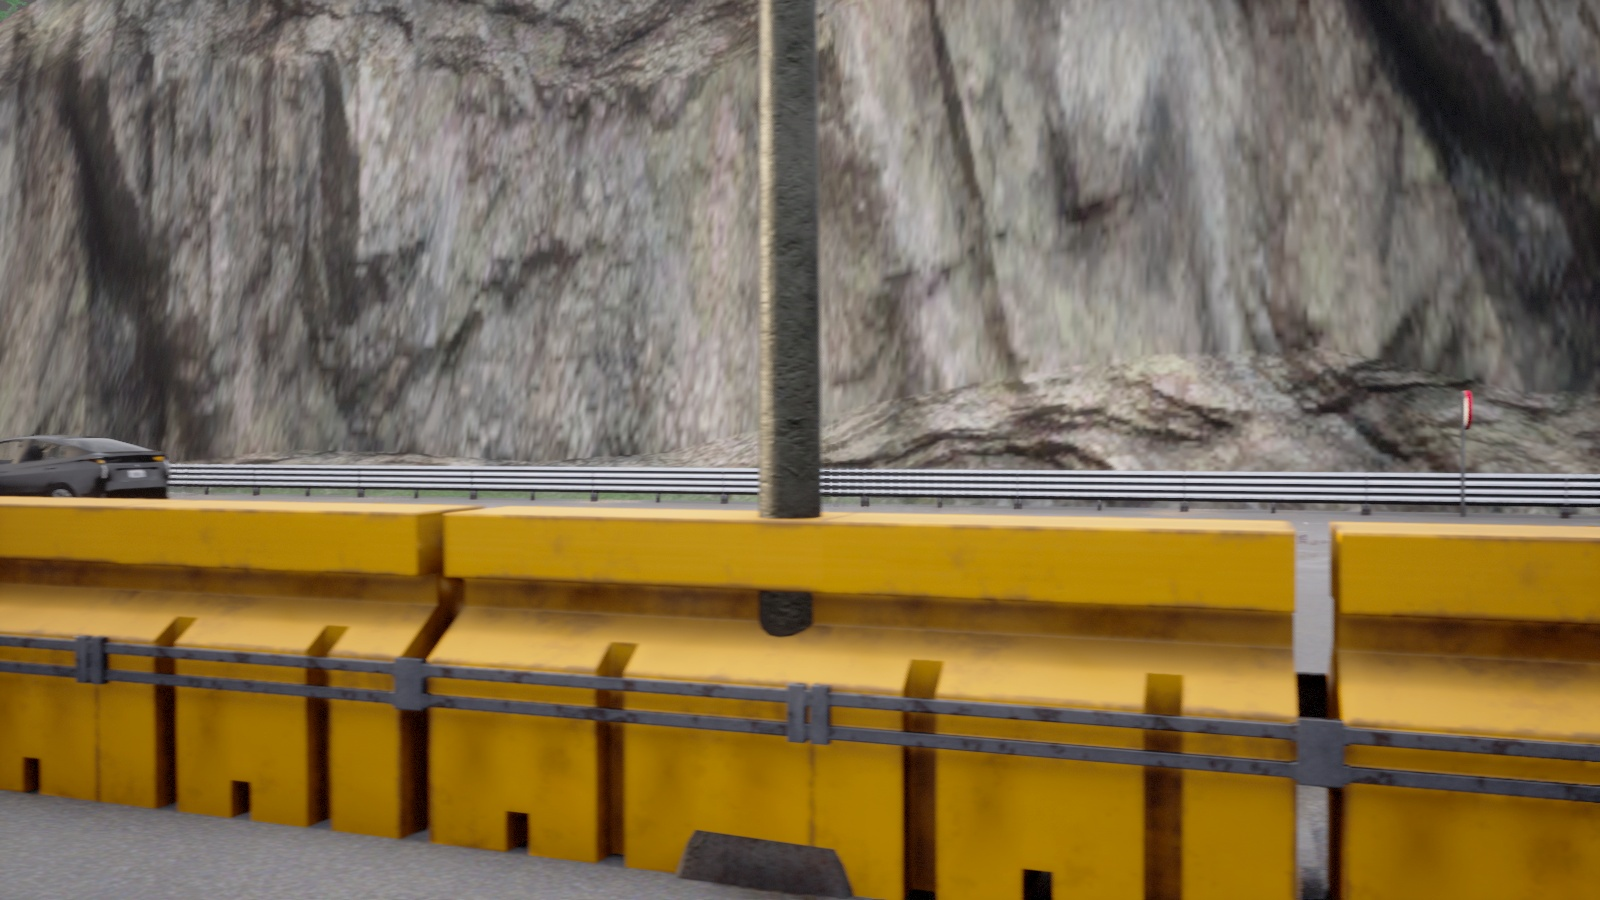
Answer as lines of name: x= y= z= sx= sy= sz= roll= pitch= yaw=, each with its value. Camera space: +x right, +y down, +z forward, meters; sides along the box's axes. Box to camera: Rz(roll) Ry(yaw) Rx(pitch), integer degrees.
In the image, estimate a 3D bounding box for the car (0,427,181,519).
car: x=-13.715 y=0.360 z=22.624 sx=4.514 sy=1.525 sz=2.007 roll=1 pitch=1 yaw=19
